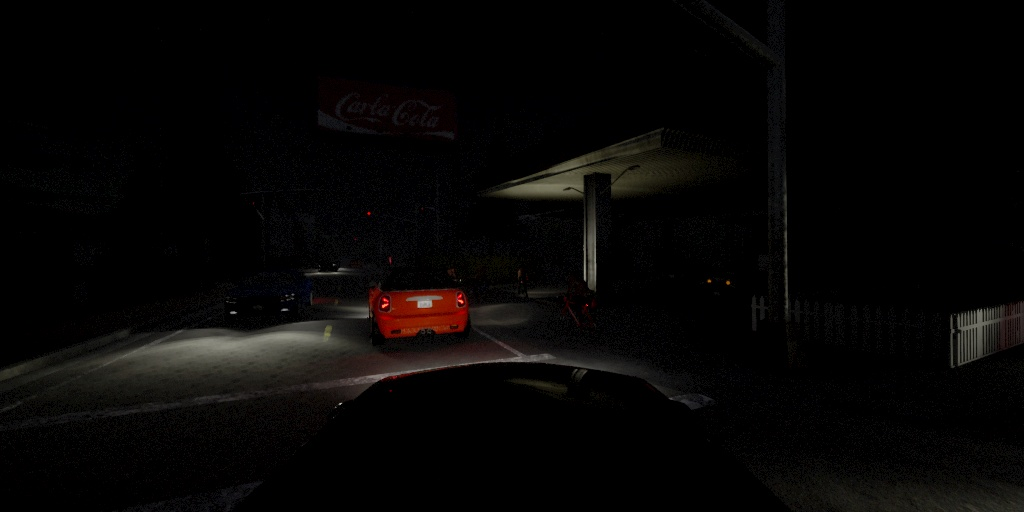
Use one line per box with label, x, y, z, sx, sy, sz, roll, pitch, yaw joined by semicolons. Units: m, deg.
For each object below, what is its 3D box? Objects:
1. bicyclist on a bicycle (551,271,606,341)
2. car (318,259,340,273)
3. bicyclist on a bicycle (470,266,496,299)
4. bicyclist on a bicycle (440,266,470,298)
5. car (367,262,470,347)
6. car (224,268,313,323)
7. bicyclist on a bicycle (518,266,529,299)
bicyclist on a bicycle;1.595;1.191;8.781;0.582;1.620;1.656;3;-2;-43
car;-23.415;1.162;45.641;2.097;1.767;4.553;0;0;-24
bicyclist on a bicycle;-1.549;1.308;17.834;1.656;1.620;0.582;1;0;-22
bicyclist on a bicycle;-2.838;1.280;16.435;1.656;1.620;0.582;1;0;36
car;-2.646;1.031;9.469;2.097;1.767;4.553;0;0;-23
car;-8.128;1.191;12.353;1.882;1.535;5.008;0;0;-24
bicyclist on a bicycle;0.558;1.304;17.977;0.582;1.620;1.656;0;0;15
